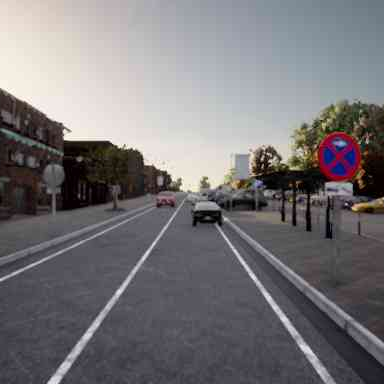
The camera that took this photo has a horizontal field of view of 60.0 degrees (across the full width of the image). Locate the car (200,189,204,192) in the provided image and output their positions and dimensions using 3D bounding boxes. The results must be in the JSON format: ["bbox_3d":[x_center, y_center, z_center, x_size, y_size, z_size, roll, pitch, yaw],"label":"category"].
[{"bbox_3d":[5.622,0.416,85.096,5.566,2.045,2.435,0,1,0],"label":"car"}]

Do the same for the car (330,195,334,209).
[{"bbox_3d":[18.811,1.284,38.330,4.892,1.521,2.231,0,0,0],"label":"car"}]

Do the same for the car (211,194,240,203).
[{"bbox_3d":[5.724,1.136,57.064,4.792,1.488,2.163,0,1,0],"label":"car"}]

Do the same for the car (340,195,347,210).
[{"bbox_3d":[18.838,1.336,35.555,4.792,1.488,2.163,0,1,0],"label":"car"}]

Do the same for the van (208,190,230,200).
[{"bbox_3d":[5.789,0.673,71.082,4.442,1.987,1.878,0,1,0],"label":"van"}]

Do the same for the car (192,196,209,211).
[{"bbox_3d":[0.965,1.294,38.741,1.837,1.490,4.892,0,1,0],"label":"car"}]

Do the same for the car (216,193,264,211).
[{"bbox_3d":[5.536,1.261,40.242,5.366,1.575,1.946,0,0,0],"label":"car"}]

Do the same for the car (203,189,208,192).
[{"bbox_3d":[5.649,0.694,68.278,5.566,2.045,2.435,0,1,0],"label":"car"}]

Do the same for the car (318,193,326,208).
[{"bbox_3d":[18.805,1.258,41.105,5.008,1.535,2.097,0,0,0],"label":"car"}]

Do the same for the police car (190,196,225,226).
[{"bbox_3d":[0.969,1.354,22.831,1.930,1.638,5.238,0,0,0],"label":"police car"}]

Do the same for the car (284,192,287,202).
[{"bbox_3d":[18.744,1.131,57.758,4.792,1.488,2.163,0,1,0],"label":"car"}]

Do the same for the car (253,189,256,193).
[{"bbox_3d":[18.544,0.659,85.519,5.366,1.575,1.946,0,1,0],"label":"car"}]

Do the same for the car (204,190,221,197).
[{"bbox_3d":[5.610,0.449,90.704,4.553,1.767,2.185,0,1,0],"label":"car"}]

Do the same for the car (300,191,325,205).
[{"bbox_3d":[18.762,0.959,46.655,5.566,2.045,2.435,0,0,0],"label":"car"}]

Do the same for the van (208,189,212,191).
[{"bbox_3d":[5.798,0.765,65.478,4.442,1.987,1.878,0,1,0],"label":"van"}]

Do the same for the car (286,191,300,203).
[{"bbox_3d":[18.962,1.128,54.986,5.366,1.575,1.946,0,1,0],"label":"car"}]

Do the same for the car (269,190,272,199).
[{"bbox_3d":[18.789,0.732,66.088,5.566,2.045,2.435,0,1,0],"label":"car"}]

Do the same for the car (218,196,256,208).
[{"bbox_3d":[5.720,1.280,43.046,4.674,1.452,2.002,0,0,0],"label":"car"}]

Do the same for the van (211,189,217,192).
[{"bbox_3d":[5.587,0.940,51.457,4.442,1.987,1.878,0,0,0],"label":"van"}]

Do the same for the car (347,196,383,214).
[{"bbox_3d":[18.628,1.328,32.779,5.366,1.575,1.946,0,0,0],"label":"car"}]

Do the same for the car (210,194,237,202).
[{"bbox_3d":[5.688,1.111,59.872,4.674,1.452,2.002,0,1,0],"label":"car"}]

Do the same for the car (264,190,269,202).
[{"bbox_3d":[18.937,0.889,71.642,5.366,1.575,1.946,0,1,0],"label":"car"}]

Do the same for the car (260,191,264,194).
[{"bbox_3d":[18.776,0.595,74.414,5.566,2.045,2.435,0,1,0],"label":"car"}]

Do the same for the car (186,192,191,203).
[{"bbox_3d":[-0.014,1.099,58.345,1.812,1.442,4.674,0,1,0],"label":"car"}]

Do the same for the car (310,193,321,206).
[{"bbox_3d":[18.801,1.234,43.881,5.008,1.535,2.097,0,0,0],"label":"car"}]

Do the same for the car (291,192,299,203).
[{"bbox_3d":[18.777,1.159,52.209,5.008,1.535,2.097,0,1,0],"label":"car"}]

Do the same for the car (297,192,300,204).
[{"bbox_3d":[18.781,1.187,49.431,4.892,1.521,2.231,0,0,0],"label":"car"}]

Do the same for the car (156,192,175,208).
[{"bbox_3d":[-3.348,0.970,42.837,2.150,2.045,5.566,0,1,0],"label":"car"}]

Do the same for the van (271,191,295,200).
[{"bbox_3d":[18.872,0.712,68.865,4.442,1.987,1.878,0,1,0],"label":"van"}]

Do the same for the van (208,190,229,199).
[{"bbox_3d":[5.785,0.627,73.885,4.442,1.987,1.878,0,1,0],"label":"van"}]

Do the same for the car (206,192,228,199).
[{"bbox_3d":[5.657,0.807,76.692,4.892,1.521,2.231,0,1,0],"label":"car"}]

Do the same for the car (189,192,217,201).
[{"bbox_3d":[0.966,1.195,32.702,2.097,1.767,4.553,0,1,0],"label":"car"}]

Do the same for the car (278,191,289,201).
[{"bbox_3d":[18.798,1.093,60.541,4.792,1.488,2.163,0,1,0],"label":"car"}]

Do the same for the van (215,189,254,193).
[{"bbox_3d":[5.830,0.989,45.847,4.442,1.987,1.878,0,0,0],"label":"van"}]

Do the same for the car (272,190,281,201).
[{"bbox_3d":[18.736,0.773,63.312,5.566,2.045,2.435,0,1,0],"label":"car"}]
